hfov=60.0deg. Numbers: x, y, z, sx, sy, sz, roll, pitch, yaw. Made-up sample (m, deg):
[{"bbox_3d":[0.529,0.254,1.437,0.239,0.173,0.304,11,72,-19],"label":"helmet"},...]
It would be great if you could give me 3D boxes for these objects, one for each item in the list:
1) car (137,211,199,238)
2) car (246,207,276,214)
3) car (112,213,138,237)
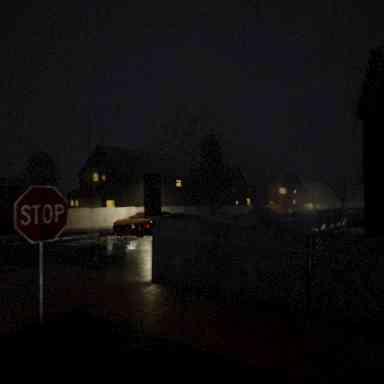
[{"bbox_3d":[-0.356,1.921,19.287,2.033,1.411,5.357,-1,-2,37],"label":"car"},{"bbox_3d":[7.182,2.307,34.670,1.837,1.490,4.892,-1,-2,36],"label":"car"},{"bbox_3d":[-2.712,1.894,20.821,1.882,1.535,5.008,-1,-2,35],"label":"car"}]
